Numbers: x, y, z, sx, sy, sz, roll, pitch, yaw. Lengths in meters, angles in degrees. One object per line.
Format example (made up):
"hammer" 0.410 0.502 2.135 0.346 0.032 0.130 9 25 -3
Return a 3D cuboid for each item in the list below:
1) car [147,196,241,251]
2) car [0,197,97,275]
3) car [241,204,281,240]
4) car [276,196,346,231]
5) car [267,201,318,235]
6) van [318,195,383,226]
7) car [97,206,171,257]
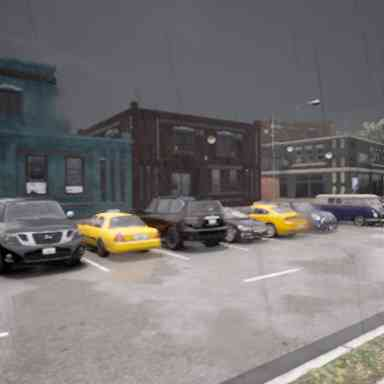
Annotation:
"car" -0.795 1.191 14.425 2.435 2.045 5.566 0 0 -35
"car" -5.393 1.217 11.083 2.435 2.045 5.566 0 0 -35
"car" 1.483 1.432 16.017 2.231 1.521 4.892 0 0 -35
"car" 5.997 1.282 19.259 2.185 1.767 4.553 0 0 -35
"car" 3.653 1.420 17.547 2.097 1.535 5.008 0 0 -35
"van" 10.512 1.153 22.290 1.878 1.987 4.442 0 0 -35
"car" -3.150 1.452 12.941 1.946 1.575 5.366 0 0 -35
